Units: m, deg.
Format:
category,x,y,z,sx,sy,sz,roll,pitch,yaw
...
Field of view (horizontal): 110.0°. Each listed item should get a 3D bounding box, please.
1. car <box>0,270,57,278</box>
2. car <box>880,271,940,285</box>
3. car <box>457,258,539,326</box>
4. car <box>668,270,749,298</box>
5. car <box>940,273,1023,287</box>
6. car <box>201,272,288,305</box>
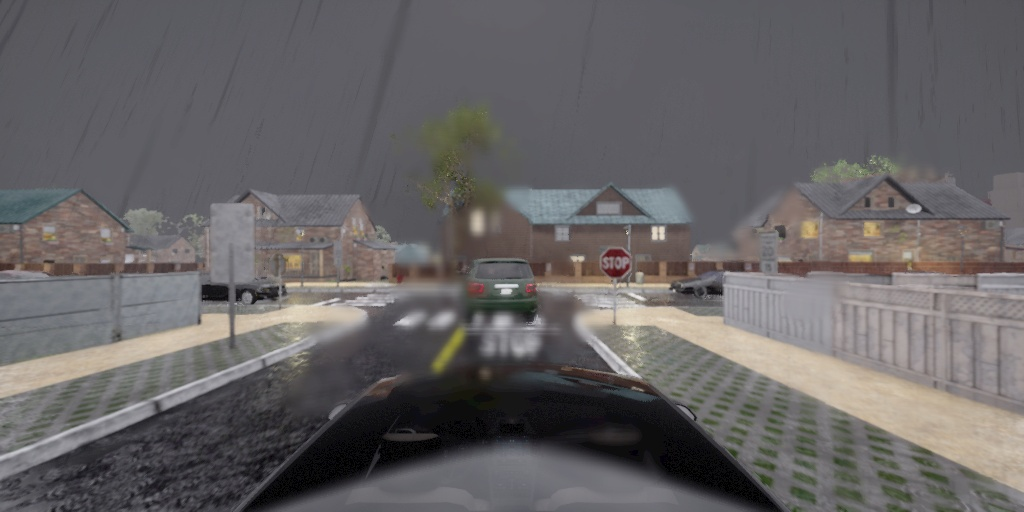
category,x,y,z,sx,sy,sz,roll,pitch,yaw
car,-23.792,1.449,17.437,5.008,1.535,1.882,0,1,2
car,21.339,1.480,18.954,4.181,1.385,1.994,0,1,1
car,-0.651,1.124,12.475,2.150,2.045,5.566,0,-1,-11
car,11.367,1.471,19.209,5.357,1.411,2.033,0,1,2
car,22.567,1.476,15.878,4.674,1.442,1.812,0,1,2
car,-13.397,1.449,17.056,5.008,1.535,1.882,0,1,3
